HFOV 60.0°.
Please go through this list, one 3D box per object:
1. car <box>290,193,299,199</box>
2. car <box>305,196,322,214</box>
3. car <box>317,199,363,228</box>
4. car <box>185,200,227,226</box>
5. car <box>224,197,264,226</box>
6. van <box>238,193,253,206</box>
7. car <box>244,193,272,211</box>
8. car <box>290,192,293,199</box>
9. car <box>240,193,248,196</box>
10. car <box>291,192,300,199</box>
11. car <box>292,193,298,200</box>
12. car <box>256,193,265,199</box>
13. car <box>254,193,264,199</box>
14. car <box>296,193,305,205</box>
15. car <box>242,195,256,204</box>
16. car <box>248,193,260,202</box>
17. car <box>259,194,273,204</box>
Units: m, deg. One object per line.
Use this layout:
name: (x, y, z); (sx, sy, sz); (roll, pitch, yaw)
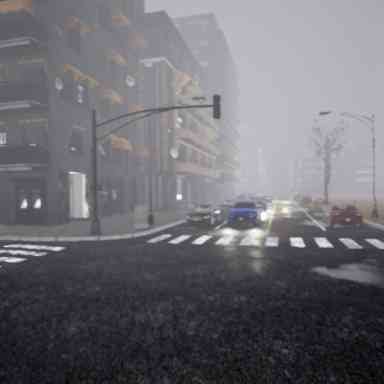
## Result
car: (25.855, 0.903, 84.140); (2.008, 1.369, 4.403); (-1, 0, 15)
car: (11.780, 1.236, 30.811); (1.752, 1.417, 4.829); (-1, 0, 15)
car: (8.913, 1.335, 19.948); (1.887, 1.381, 4.507); (-1, 0, 15)
car: (0.812, 1.451, 22.087); (2.008, 1.369, 4.403); (-1, 0, 15)
car: (3.607, 1.336, 22.547); (1.882, 1.535, 5.008); (-1, 0, 15)
van: (7.868, 1.049, 48.833); (1.690, 1.788, 3.998); (-1, 0, 15)
car: (7.145, 1.250, 35.918); (2.128, 1.511, 4.902); (-1, 0, 15)
car: (21.619, 0.998, 68.092); (1.887, 1.381, 4.507); (-1, 0, 15)
car: (6.457, 1.186, 43.484); (1.967, 1.590, 4.097); (-1, 0, 15)
car: (24.441, 0.825, 78.790); (1.967, 1.590, 4.097); (-1, 0, 15)
car: (18.839, 1.048, 57.558); (1.752, 1.417, 4.829); (-1, 0, 15)
car: (17.753, 1.013, 86.279); (2.008, 1.369, 4.403); (-1, 0, 15)
car: (16.341, 1.046, 80.930); (2.008, 1.369, 4.403); (-1, 0, 15)
car: (15.973, 1.180, 46.694); (1.802, 1.307, 4.206); (-1, 0, 15)
car: (9.283, 1.253, 54.183); (1.802, 1.307, 4.206); (-1, 0, 15)
car: (12.104, 1.038, 64.882); (1.967, 1.590, 4.097); (-1, 0, 15)
car: (12.475, 1.171, 55.745); (2.033, 1.411, 5.357); (-1, 0, 15)
